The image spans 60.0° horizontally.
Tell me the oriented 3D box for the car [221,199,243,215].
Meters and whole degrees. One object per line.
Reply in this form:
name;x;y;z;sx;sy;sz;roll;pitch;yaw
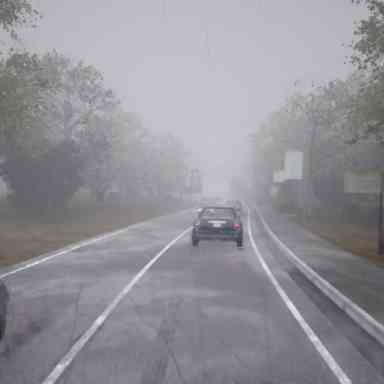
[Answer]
car;4.367;1.519;35.416;2.033;1.411;5.357;1;0;10

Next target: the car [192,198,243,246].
car;1.252;1.339;15.429;2.097;1.767;4.553;1;0;6

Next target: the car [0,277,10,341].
car;-3.448;1.485;2.601;1.837;1.490;4.892;0;0;2
